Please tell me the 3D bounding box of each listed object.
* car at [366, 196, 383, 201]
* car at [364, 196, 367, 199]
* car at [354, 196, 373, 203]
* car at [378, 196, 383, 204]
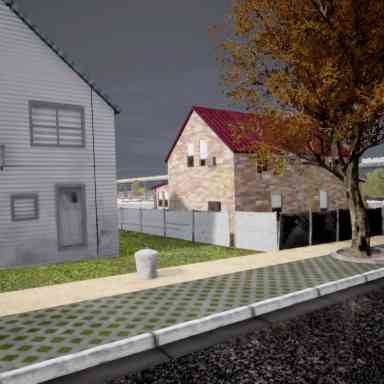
[{"bbox_3d":[31.854,1.741,55.731,1.882,1.535,5.008,-2,0,1],"label":"car"},{"bbox_3d":[35.241,1.740,64.551,2.128,1.511,4.902,-2,0,0],"label":"car"},{"bbox_3d":[38.574,1.585,74.944,1.837,1.490,4.892,-2,0,0],"label":"car"},{"bbox_3d":[38.487,1.625,64.518,2.128,1.511,4.902,-2,0,0],"label":"car"}]
